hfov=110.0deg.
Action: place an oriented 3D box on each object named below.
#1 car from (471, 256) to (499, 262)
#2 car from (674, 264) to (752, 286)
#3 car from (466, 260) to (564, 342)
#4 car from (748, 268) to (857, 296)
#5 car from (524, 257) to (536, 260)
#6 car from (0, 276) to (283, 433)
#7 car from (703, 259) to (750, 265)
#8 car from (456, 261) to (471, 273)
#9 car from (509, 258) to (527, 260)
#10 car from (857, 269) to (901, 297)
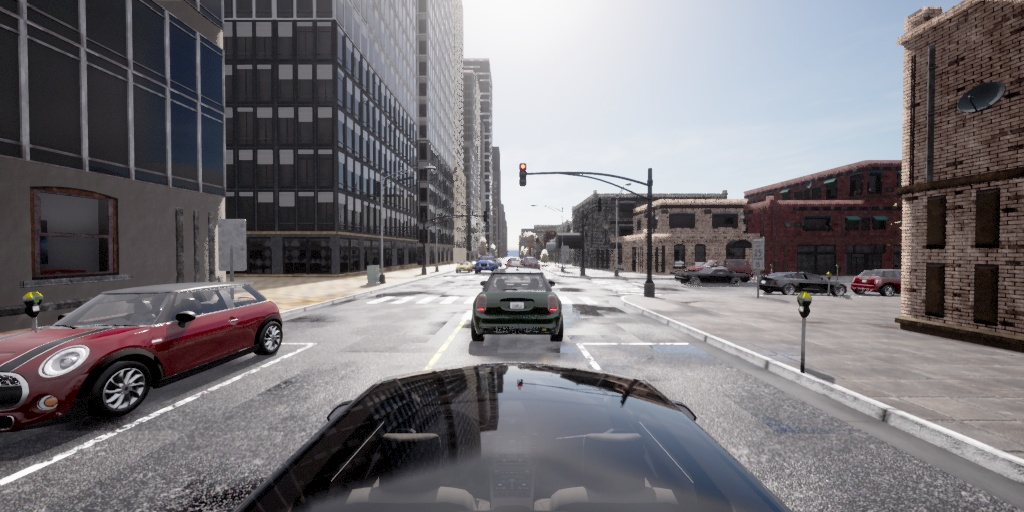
[{"bbox_3d":[-2.990,0.962,41.540,2.150,2.045,5.566,0,0,1],"label":"car"},{"bbox_3d":[14.564,1.472,26.305,4.718,1.301,1.895,1,1,1],"label":"car"},{"bbox_3d":[0.155,1.100,9.953,2.097,1.767,4.553,0,0,1],"label":"car"},{"bbox_3d":[16.458,1.547,20.480,4.313,1.339,1.948,0,0,1],"label":"car"},{"bbox_3d":[2.808,1.179,49.175,1.967,1.591,4.097,0,0,0],"label":"car"},{"bbox_3d":[-5.682,1.188,5.659,1.967,1.591,4.097,0,0,0],"label":"car"},{"bbox_3d":[16.585,1.165,28.858,5.009,1.841,2.192,0,0,1],"label":"car"},{"bbox_3d":[-5.725,1.265,43.437,1.751,1.417,4.829,0,0,0],"label":"car"},{"bbox_3d":[0.229,1.266,37.897,1.812,1.442,4.674,0,0,-2],"label":"car"},{"bbox_3d":[22.005,1.474,20.395,4.097,1.591,1.967,0,0,1],"label":"car"}]
